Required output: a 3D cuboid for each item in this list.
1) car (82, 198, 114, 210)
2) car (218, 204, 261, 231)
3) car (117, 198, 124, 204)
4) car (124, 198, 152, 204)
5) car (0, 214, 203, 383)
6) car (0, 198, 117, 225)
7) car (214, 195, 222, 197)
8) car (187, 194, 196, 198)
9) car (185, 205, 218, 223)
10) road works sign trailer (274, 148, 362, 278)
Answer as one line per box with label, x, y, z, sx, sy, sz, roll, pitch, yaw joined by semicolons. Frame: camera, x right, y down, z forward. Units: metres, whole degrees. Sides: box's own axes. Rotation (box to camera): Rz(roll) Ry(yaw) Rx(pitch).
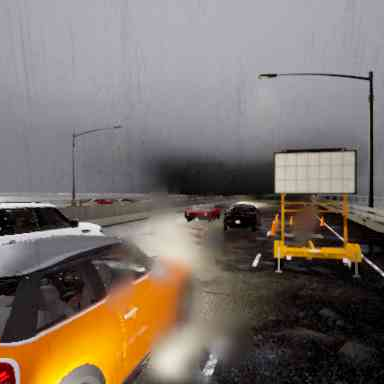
car;-12.219;1.533;43.415;1.812;1.442;4.674;0;0;17
car;3.201;1.482;20.640;1.882;1.535;5.008;0;0;16
car;-8.636;1.533;43.184;1.812;1.442;4.674;0;0;17
car;-5.936;1.608;39.989;1.895;1.301;4.718;0;0;16
car;-1.463;1.354;4.333;2.097;1.767;4.553;0;0;16
car;-4.154;1.223;7.682;2.150;2.045;5.566;0;0;16
car;6.174;1.412;79.536;1.994;1.385;4.181;0;0;17
car;-0.014;1.204;83.205;1.812;1.442;4.674;0;0;17
car;0.966;1.606;25.503;1.895;1.301;4.718;0;0;16
road works sign trailer;3.785;0.467;10.399;2.380;3.560;2.880;0;0;16
